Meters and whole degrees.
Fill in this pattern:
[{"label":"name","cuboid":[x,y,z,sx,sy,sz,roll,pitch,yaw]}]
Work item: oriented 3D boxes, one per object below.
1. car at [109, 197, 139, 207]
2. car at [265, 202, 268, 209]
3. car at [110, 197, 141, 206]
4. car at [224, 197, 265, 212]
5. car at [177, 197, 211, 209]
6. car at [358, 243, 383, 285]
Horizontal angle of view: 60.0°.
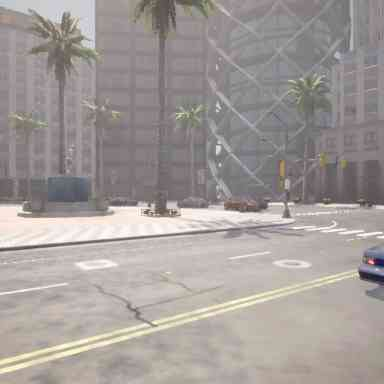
[{"label":"car","cuboid":[-10.837,1.601,51.125,4.718,1.301,1.895,0,0,12]},{"label":"car","cuboid":[7.585,1.478,43.233,1.882,1.535,5.008,0,0,-41]},{"label":"car","cuboid":[-10.939,1.526,54.632,4.674,1.442,1.812,0,0,13]},{"label":"car","cuboid":[5.940,1.352,39.669,2.097,1.767,4.553,0,0,-39]},{"label":"car","cuboid":[-0.065,1.564,45.852,4.181,1.385,1.994,0,0,35]},{"label":"car","cuboid":[6.251,1.547,8.230,5.357,1.411,2.033,0,0,-35]}]
